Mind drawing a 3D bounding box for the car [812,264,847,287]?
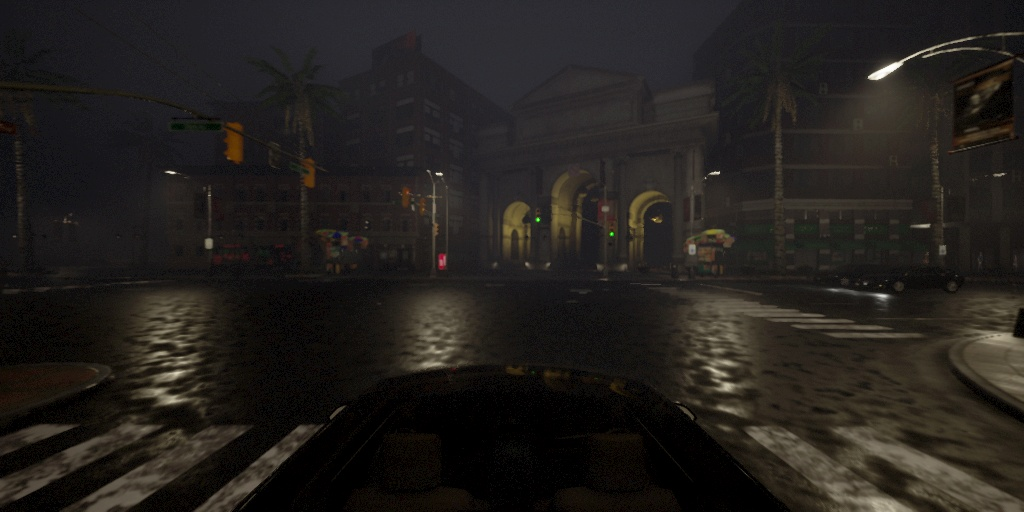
[{"bbox_3d":[22.883,1.235,23.815,5.008,1.535,1.882,0,0,0],"label":"car"}]

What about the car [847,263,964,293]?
[{"bbox_3d":[22.441,1.267,20.316,4.892,1.490,1.837,-1,0,0],"label":"car"}]
